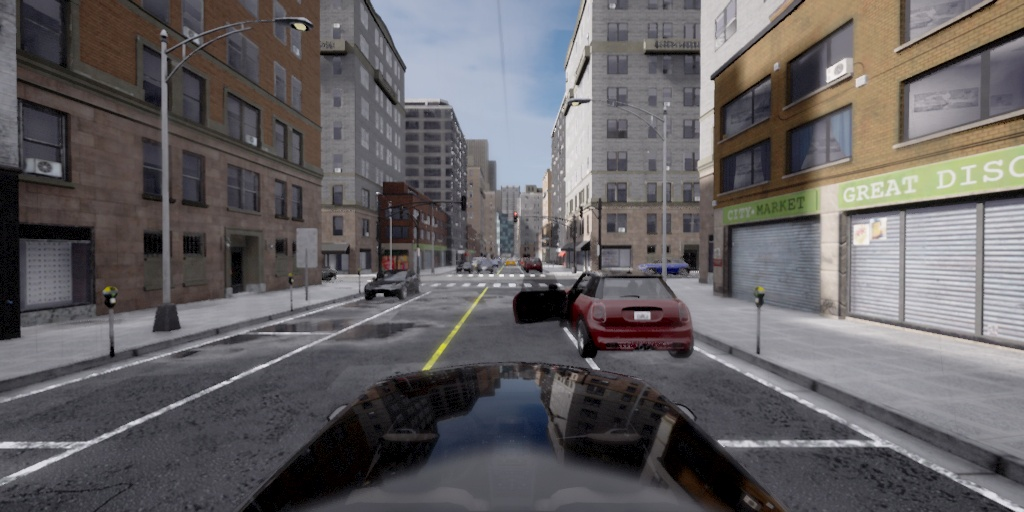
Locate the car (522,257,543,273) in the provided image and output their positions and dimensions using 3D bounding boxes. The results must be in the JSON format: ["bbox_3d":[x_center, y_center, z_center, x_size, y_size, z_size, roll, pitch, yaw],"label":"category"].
[{"bbox_3d":[2.703,1.130,44.615,2.192,1.841,5.009,0,0,0],"label":"car"}]

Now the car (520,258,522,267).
[{"bbox_3d":[2.684,1.140,50.202,2.192,1.841,5.009,0,0,0],"label":"car"}]

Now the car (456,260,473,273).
[{"bbox_3d":[-5.823,1.381,44.585,1.948,1.339,4.313,0,0,0],"label":"car"}]

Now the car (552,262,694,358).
[{"bbox_3d":[2.365,1.108,8.645,2.097,1.767,4.553,0,0,0],"label":"car"}]

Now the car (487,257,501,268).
[{"bbox_3d":[-3.288,1.396,63.688,2.033,1.411,5.357,0,0,0],"label":"car"}]

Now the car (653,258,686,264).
[{"bbox_3d":[13.737,0.977,32.914,4.553,1.767,2.097,0,1,-1],"label":"car"}]

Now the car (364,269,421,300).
[{"bbox_3d":[-5.725,1.332,17.712,1.948,1.339,4.313,0,0,0],"label":"car"}]

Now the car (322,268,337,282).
[{"bbox_3d":[-16.973,1.299,29.487,4.553,1.767,2.097,-1,1,0],"label":"car"}]

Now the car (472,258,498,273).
[{"bbox_3d":[-3.249,1.305,44.016,2.128,1.511,4.902,0,0,0],"label":"car"}]
